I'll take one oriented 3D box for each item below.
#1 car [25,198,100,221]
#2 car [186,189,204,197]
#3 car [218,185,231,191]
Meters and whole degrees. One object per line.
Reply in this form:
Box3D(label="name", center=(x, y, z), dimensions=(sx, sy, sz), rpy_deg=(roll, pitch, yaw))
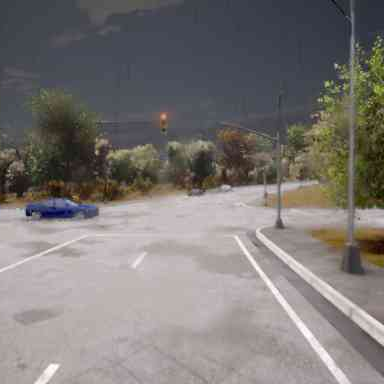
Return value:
Box3D(label="car", center=(-9.082, 1.192, 23.463), dimensions=(5.008, 1.535, 1.882), rpy_deg=(0, 1, 3))
Box3D(label="car", center=(0.701, 0.104, 65.807), dimensions=(2.033, 1.411, 5.357), rpy_deg=(0, 4, 23))
Box3D(label="car", center=(7.891, -0.990, 79.651), dimensions=(1.812, 1.442, 4.674), rpy_deg=(0, 4, 30))
